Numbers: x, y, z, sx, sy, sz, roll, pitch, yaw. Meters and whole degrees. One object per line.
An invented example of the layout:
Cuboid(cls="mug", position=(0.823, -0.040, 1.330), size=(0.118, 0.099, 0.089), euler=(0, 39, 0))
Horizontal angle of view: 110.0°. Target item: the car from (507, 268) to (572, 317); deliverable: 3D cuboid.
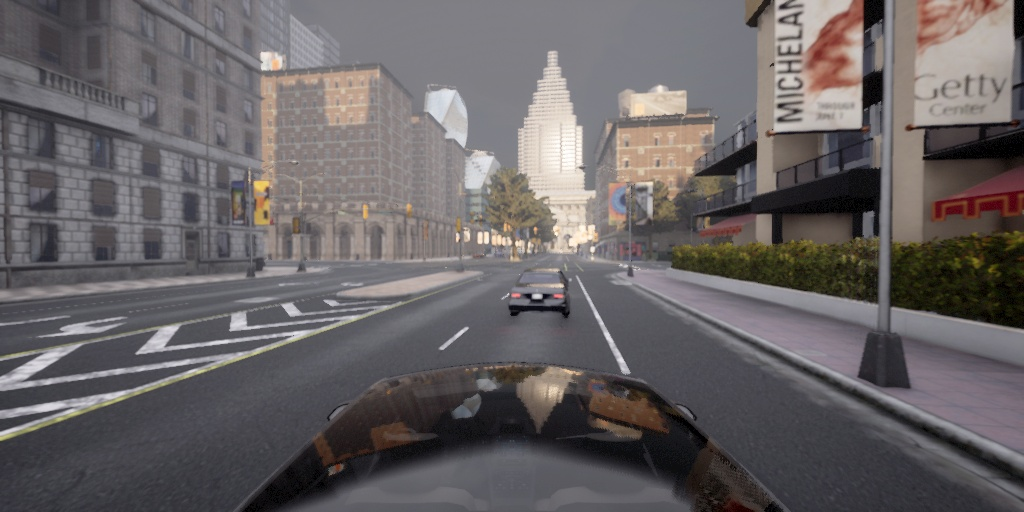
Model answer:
Cuboid(cls="car", position=(1.050, 1.108, 12.284), size=(2.033, 1.411, 5.357), euler=(0, 1, 8))
